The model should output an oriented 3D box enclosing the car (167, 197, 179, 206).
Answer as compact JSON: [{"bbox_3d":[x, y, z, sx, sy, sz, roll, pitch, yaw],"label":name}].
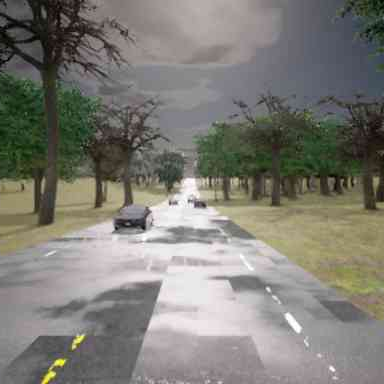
[{"bbox_3d":[-3.532,1.759,62.501,2.128,1.511,4.902,0,0,1],"label":"car"}]

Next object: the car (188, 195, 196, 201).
[{"bbox_3d":[-0.005,1.511,87.715,1.882,1.535,5.008,0,1,0],"label":"car"}]

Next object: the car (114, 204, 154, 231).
[{"bbox_3d":[-3.600,1.546,21.180,1.882,1.535,5.008,0,0,0],"label":"car"}]

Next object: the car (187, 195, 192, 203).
[{"bbox_3d":[-0.004,1.684,72.045,1.994,1.385,4.181,0,0,0],"label":"car"}]

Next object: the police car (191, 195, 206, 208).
[{"bbox_3d":[1.222,1.674,52.611,1.930,1.638,5.238,0,0,0],"label":"police car"}]
